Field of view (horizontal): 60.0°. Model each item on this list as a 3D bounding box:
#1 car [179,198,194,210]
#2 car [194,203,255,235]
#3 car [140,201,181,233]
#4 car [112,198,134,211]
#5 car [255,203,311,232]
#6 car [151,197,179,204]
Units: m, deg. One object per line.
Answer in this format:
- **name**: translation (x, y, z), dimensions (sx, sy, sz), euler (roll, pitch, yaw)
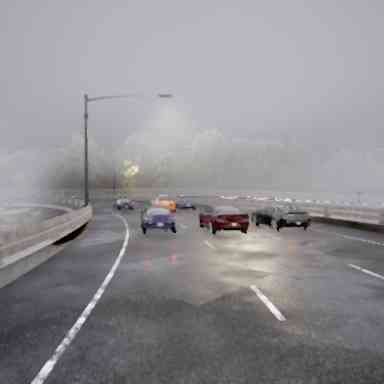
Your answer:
- **car**: translation (-1.137, 1.472, 40.992), dimensions (1.994, 1.385, 4.181), euler (0, 0, -21)
- **car**: translation (1.645, 1.420, 18.697), dimensions (1.882, 1.535, 5.008), euler (0, 0, -10)
- **car**: translation (-2.020, 1.492, 19.335), dimensions (1.812, 1.442, 4.674), euler (0, 0, -10)
- **car**: translation (-8.347, 1.485, 40.193), dimensions (1.812, 1.442, 4.674), euler (0, 0, -22)
- **car**: translation (5.065, 1.410, 19.551), dimensions (2.128, 1.511, 4.902), euler (0, 0, -11)
- **car**: translation (-3.395, 1.284, 37.073), dimensions (2.097, 1.767, 4.553), euler (-1, 0, -20)
